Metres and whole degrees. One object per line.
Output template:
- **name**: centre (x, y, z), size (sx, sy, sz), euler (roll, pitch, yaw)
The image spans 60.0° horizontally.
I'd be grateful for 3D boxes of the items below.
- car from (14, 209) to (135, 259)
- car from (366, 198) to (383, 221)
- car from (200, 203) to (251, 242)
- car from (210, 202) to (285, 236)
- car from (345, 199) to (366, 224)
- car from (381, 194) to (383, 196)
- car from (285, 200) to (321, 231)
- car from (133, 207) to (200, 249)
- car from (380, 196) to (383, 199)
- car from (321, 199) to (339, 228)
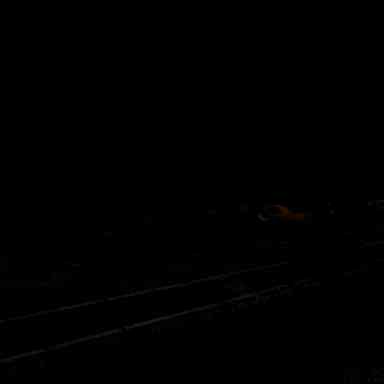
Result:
- **car**: centre (-4.816, 1.519, 12.753), size (4.792, 1.488, 2.163), euler (-1, 0, 34)
- **car**: centre (11.690, 1.416, 25.315), size (4.674, 1.452, 2.002), euler (-1, 0, 32)
- **car**: centre (-0.021, 1.456, 16.256), size (5.008, 1.535, 2.097), euler (-1, 0, 33)
- **car**: centre (2.314, 1.315, 18.067), size (4.553, 1.767, 2.185), euler (-1, -1, 33)
- **car**: centre (9.371, 1.432, 23.475), size (4.674, 1.452, 2.002), euler (-1, 0, 32)
- **car**: centre (18.613, 1.201, 30.898), size (4.553, 1.767, 2.185), euler (-1, 0, 31)
- **car**: centre (4.535, 1.424, 19.940), size (5.366, 1.575, 1.946), euler (-1, 0, 33)
- **car**: centre (-2.370, 1.502, 14.479), size (4.792, 1.488, 2.163), euler (-1, -1, 34)
- **car**: centre (14.159, 1.353, 27.079), size (5.366, 1.575, 1.946), euler (-1, -1, 31)
- **car**: centre (7.060, 1.282, 21.636), size (4.553, 1.767, 2.185), euler (-1, 0, 32)
